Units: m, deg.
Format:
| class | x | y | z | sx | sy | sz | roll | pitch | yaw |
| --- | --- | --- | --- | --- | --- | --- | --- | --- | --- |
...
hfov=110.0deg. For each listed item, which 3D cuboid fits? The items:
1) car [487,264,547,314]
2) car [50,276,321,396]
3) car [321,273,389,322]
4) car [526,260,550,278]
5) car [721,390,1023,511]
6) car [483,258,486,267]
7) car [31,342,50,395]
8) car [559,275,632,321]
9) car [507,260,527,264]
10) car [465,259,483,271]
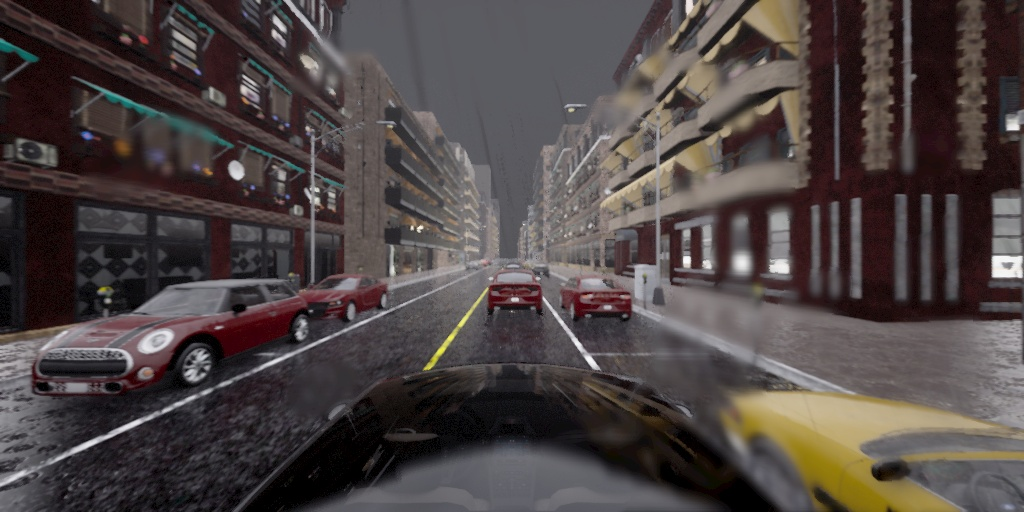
| class | x | y | z | sx | sy | sz | roll | pitch | yaw |
| --- | --- | --- | --- | --- | --- | --- | --- | --- | --- |
| car | 0.101 | 1.246 | 13.938 | 1.882 | 1.535 | 5.008 | 0 | 0 | 0 |
| car | -5.692 | 1.197 | 6.680 | 1.967 | 1.591 | 4.097 | 0 | 0 | 0 |
| car | -5.691 | 1.311 | 12.318 | 1.888 | 1.381 | 4.507 | 0 | 0 | 0 |
| car | 2.689 | 1.350 | 34.858 | 2.007 | 1.370 | 4.403 | 0 | 0 | 0 |
| car | 2.689 | 1.275 | 1.211 | 1.751 | 1.417 | 4.829 | 0 | 0 | 0 |
| car | -5.693 | 1.380 | 57.407 | 2.007 | 1.370 | 4.403 | 0 | 0 | 0 |
| car | -5.691 | 1.063 | 1.045 | 2.192 | 1.841 | 5.009 | 0 | 0 | 0 |
| car | 2.689 | 1.311 | 12.313 | 1.888 | 1.381 | 4.507 | 0 | 0 | 0 |
| car | 0.100 | 1.320 | 31.944 | 1.812 | 1.442 | 4.674 | 0 | 0 | 0 |
| car | -5.692 | 1.372 | 51.770 | 2.007 | 1.370 | 4.403 | 0 | 0 | 0 |
